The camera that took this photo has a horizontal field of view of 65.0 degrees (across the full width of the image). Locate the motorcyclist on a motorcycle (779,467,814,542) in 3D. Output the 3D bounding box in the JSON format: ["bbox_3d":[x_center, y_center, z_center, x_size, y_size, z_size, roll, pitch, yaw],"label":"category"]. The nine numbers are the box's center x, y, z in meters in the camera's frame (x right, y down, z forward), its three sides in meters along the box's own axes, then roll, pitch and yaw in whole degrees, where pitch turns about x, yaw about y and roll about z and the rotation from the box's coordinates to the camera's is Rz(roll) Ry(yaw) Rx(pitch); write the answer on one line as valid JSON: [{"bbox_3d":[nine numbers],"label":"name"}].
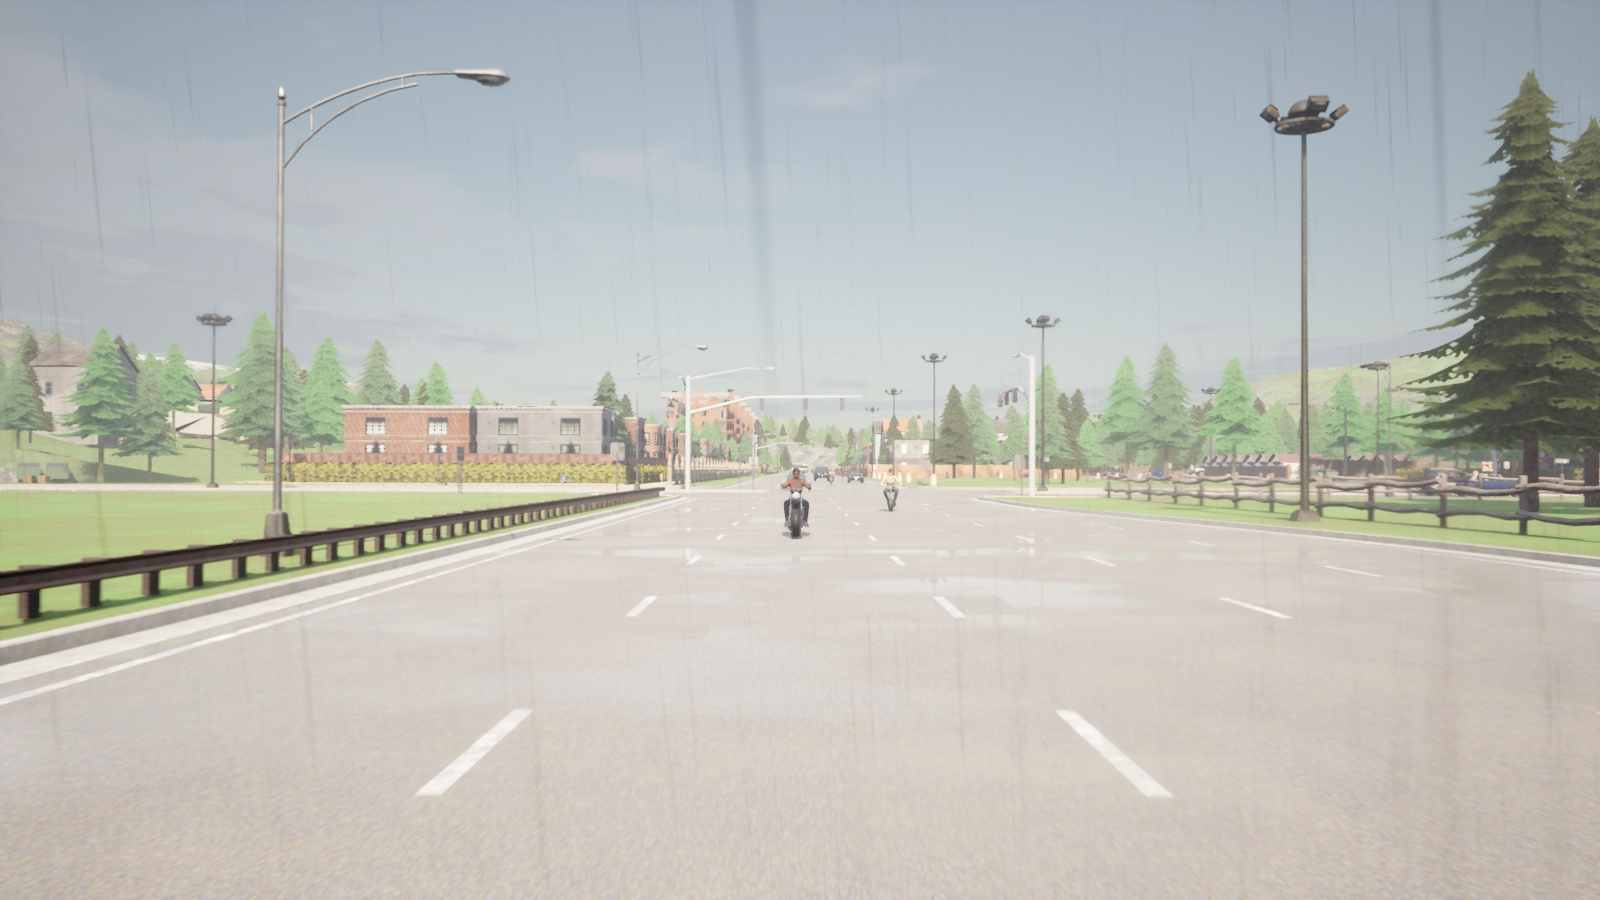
[{"bbox_3d":[-0.076,1.209,28.733,0.766,1.649,2.350,0,-1,0],"label":"motorcyclist on a motorcycle"}]

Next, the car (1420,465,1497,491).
[{"bbox_3d":[42.569,1.802,81.280,3.988,1.617,1.851,0,-1,0],"label":"car"}]

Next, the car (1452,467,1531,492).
[{"bbox_3d":[42.802,1.814,77.777,3.806,1.475,1.970,0,-1,0],"label":"car"}]
